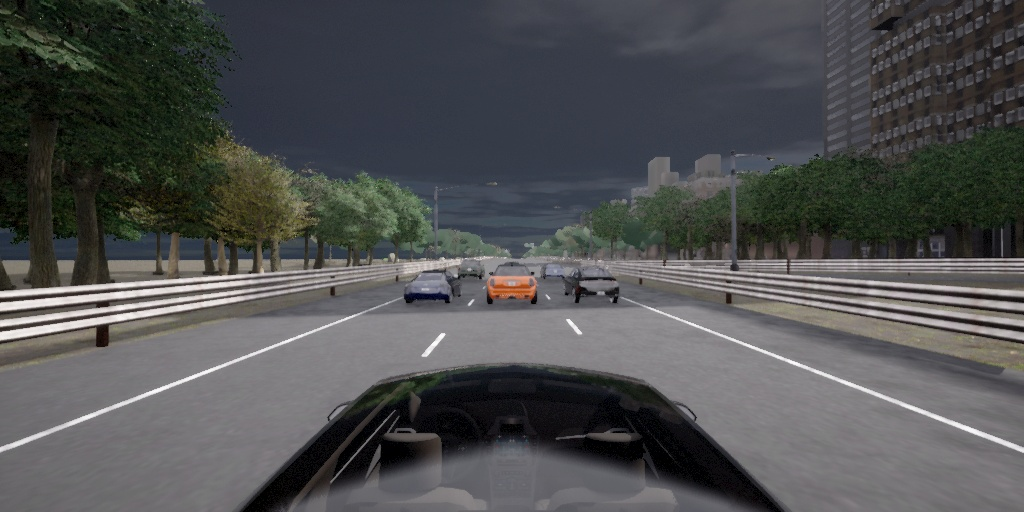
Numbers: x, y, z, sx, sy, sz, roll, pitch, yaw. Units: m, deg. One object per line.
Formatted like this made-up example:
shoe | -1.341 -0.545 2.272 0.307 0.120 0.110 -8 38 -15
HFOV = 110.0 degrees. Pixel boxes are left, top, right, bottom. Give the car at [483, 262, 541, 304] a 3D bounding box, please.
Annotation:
car | 0.000 1.116 16.470 2.097 1.767 4.553 0 0 0

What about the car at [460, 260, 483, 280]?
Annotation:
car | -3.500 1.112 31.470 2.097 1.767 4.553 0 0 0

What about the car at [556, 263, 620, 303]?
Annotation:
car | 3.500 1.245 16.500 2.128 1.511 4.902 0 0 0

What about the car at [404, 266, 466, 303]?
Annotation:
car | -3.500 1.322 16.500 1.994 1.385 4.181 0 0 0

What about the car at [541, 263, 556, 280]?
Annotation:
car | 3.500 1.310 31.500 2.033 1.411 5.357 0 0 0
